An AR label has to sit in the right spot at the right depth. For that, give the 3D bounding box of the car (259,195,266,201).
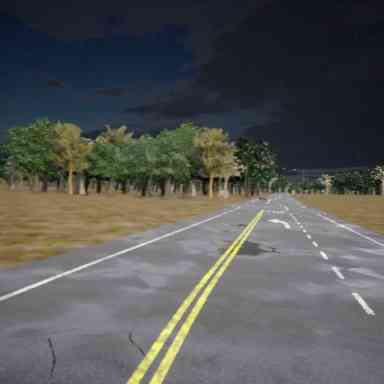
[{"bbox_3d":[19.355,1.585,91.118,2.033,1.411,5.357,3,1,14],"label":"car"}]
